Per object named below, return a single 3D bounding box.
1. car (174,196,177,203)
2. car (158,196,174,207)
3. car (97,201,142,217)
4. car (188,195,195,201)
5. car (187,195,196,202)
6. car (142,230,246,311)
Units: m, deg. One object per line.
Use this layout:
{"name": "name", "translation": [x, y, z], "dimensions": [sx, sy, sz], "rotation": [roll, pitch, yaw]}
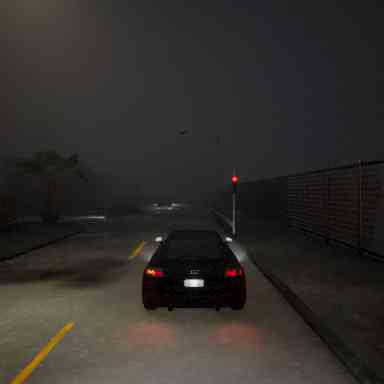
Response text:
{"name": "car", "translation": [-4.171, 1.492, 68.127], "dimensions": [2.128, 1.511, 4.902], "rotation": [0, 0, 0]}
{"name": "car", "translation": [-4.215, 1.477, 51.858], "dimensions": [1.882, 1.535, 5.008], "rotation": [0, 0, 0]}
{"name": "car", "translation": [-6.874, 1.563, 31.790], "dimensions": [1.994, 1.385, 4.181], "rotation": [1, 1, 44]}
{"name": "car", "translation": [-0.205, 1.524, 85.797], "dimensions": [1.812, 1.442, 4.674], "rotation": [0, 0, 0]}
{"name": "car", "translation": [-0.179, 1.524, 75.556], "dimensions": [1.812, 1.442, 4.674], "rotation": [0, 0, 0]}
{"name": "car", "translation": [0.045, 1.564, 7.827], "dimensions": [1.994, 1.385, 4.181], "rotation": [0, 0, 0]}
